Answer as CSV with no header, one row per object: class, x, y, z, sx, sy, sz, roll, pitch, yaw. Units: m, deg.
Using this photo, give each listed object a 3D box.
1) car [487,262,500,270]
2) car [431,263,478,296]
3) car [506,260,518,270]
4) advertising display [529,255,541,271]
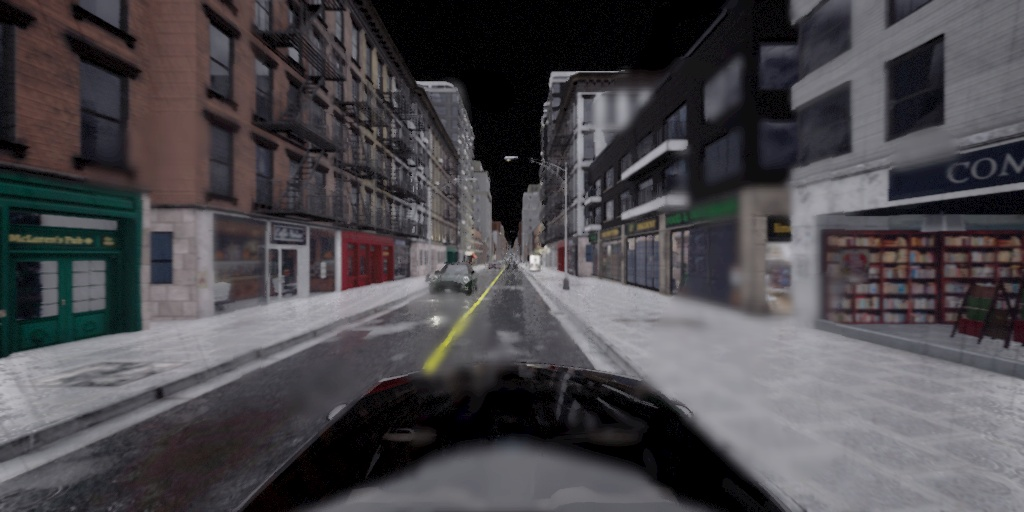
car,-3.045,1.642,60.624,1.994,1.385,4.181,0,0,1
car,-3.099,1.195,20.068,2.097,1.767,4.553,0,0,0
car,0.017,1.619,61.085,1.812,1.442,4.674,0,0,0
advertising display,3.137,1.037,49.130,1.540,2.440,0.280,0,0,0
